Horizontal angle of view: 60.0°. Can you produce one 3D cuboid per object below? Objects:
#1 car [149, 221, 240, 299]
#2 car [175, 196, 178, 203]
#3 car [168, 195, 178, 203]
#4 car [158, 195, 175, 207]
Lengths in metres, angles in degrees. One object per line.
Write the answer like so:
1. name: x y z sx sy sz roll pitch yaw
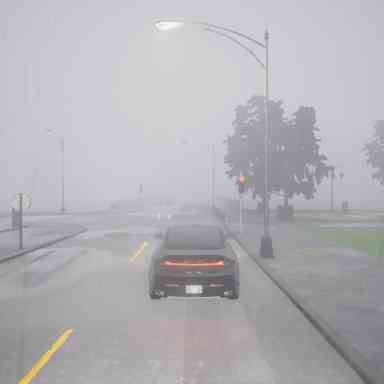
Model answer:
1. car: 0.056 1.505 8.411 1.837 1.490 4.892 0 0 0
2. car: -4.100 1.601 60.237 1.895 1.301 4.718 0 0 0
3. car: -4.035 1.500 70.451 1.837 1.490 4.892 0 0 0
4. car: -4.120 1.505 50.844 1.837 1.490 4.892 0 0 0
